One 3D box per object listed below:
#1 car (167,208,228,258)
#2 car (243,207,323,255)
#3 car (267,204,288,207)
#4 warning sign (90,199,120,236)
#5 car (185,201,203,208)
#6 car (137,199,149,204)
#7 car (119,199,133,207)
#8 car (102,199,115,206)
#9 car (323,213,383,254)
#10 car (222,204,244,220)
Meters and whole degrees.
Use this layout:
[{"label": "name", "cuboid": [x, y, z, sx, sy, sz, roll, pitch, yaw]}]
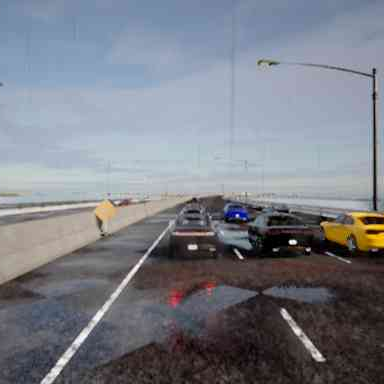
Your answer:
[{"label": "car", "cuboid": [0.057, 1.628, 13.397, 2.128, 1.511, 4.902, 0, 0, 1]}, {"label": "car", "cuboid": [3.569, 1.620, 14.122, 1.882, 1.535, 5.008, 0, 0, 1]}, {"label": "car", "cuboid": [7.172, 1.770, 28.296, 2.128, 1.511, 4.902, 0, 0, 1]}, {"label": "warning sign", "cuboid": [-4.501, 1.289, 17.351, 1.300, 1.860, 1.060, 0, -1, 0]}, {"label": "car", "cuboid": [0.173, 1.771, 28.364, 2.128, 1.511, 4.902, 0, 0, 1]}, {"label": "car", "cuboid": [-9.703, 2.180, 66.384, 1.994, 1.385, 4.181, 0, 0, 2]}, {"label": "car", "cuboid": [-13.199, 2.102, 66.460, 1.882, 1.535, 5.008, 0, 0, 1]}, {"label": "car", "cuboid": [-16.697, 2.147, 66.551, 2.128, 1.511, 4.902, 0, 0, 1]}, {"label": "car", "cuboid": [7.068, 1.619, 14.107, 1.882, 1.535, 5.008, 0, 0, 1]}, {"label": "car", "cuboid": [3.688, 1.762, 29.060, 1.882, 1.535, 5.008, 0, 0, 1]}]
